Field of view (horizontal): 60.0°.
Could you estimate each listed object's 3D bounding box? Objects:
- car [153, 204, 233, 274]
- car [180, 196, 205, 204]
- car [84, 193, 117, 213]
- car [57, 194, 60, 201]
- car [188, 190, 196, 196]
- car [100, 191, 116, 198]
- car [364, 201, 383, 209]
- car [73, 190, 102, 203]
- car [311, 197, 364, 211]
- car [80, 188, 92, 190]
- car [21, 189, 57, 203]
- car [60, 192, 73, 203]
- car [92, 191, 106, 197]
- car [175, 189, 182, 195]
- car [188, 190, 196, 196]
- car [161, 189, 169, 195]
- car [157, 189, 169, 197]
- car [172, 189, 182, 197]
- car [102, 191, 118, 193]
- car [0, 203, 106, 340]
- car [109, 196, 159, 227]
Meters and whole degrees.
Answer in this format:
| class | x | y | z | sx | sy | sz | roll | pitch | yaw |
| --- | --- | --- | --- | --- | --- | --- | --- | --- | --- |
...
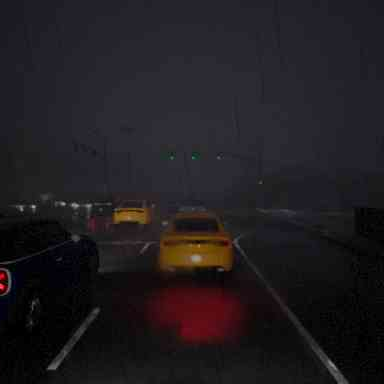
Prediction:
| class | x | y | z | sx | sy | sz | roll | pitch | yaw |
| --- | --- | --- | --- | --- | --- | --- | --- | --- | --- |
| car | 0.096 | 1.352 | 10.172 | 1.882 | 1.535 | 5.008 | 0 | 1 | 0 |
| car | 0.095 | 1.237 | 25.902 | 1.895 | 1.301 | 4.718 | 0 | 1 | 0 |
| car | -6.905 | 1.101 | 27.687 | 2.128 | 1.511 | 4.902 | 0 | 1 | 0 |
| car | -21.021 | 0.683 | 55.324 | 2.128 | 1.511 | 4.902 | 0 | 1 | 0 |
| car | -0.012 | 0.381 | 77.496 | 2.128 | 1.511 | 4.902 | 0 | 1 | 0 |
| car | -17.511 | 0.497 | 69.860 | 2.128 | 1.511 | 4.902 | 0 | 1 | 0 |
| car | 17.944 | 1.088 | 28.507 | 4.902 | 1.511 | 2.128 | 0 | 1 | 2 |
| car | -14.058 | 0.853 | 44.959 | 1.837 | 1.490 | 4.892 | 0 | 1 | -1 |
| car | 14.112 | 1.142 | 32.162 | 4.718 | 1.301 | 1.895 | 0 | 1 | 3 |
| car | -21.010 | 0.265 | 65.233 | 2.150 | 2.045 | 5.566 | 0 | 1 | 0 |
| car | -21.088 | 0.562 | 45.467 | 2.150 | 2.045 | 5.566 | 0 | 1 | 0 |
| car | -17.575 | 0.803 | 49.703 | 1.812 | 1.442 | 4.674 | 0 | 1 | 0 |
| car | -21.012 | 0.409 | 75.443 | 1.812 | 1.442 | 4.674 | 0 | 1 | 0 |
| car | -3.514 | 0.095 | 87.453 | 1.837 | 1.490 | 4.892 | 0 | 1 | 0 |
| car | -0.014 | 0.245 | 87.452 | 2.033 | 1.411 | 5.357 | 0 | 1 | 0 |
| car | -7.014 | 0.095 | 87.452 | 1.837 | 1.490 | 4.892 | 0 | 1 | 0 |
| car | -7.012 | 0.376 | 77.035 | 2.128 | 1.511 | 4.902 | 0 | 1 | 0 |
| car | -3.512 | 0.326 | 77.035 | 1.882 | 1.535 | 5.008 | 0 | 1 | 0 |
| car | -14.054 | 0.685 | 54.275 | 1.882 | 1.535 | 5.008 | 0 | 1 | 0 |
| car | -3.401 | 1.273 | 6.582 | 2.097 | 1.767 | 4.553 | 0 | 1 | 0 |
| car | -3.402 | 1.198 | 20.371 | 1.882 | 1.535 | 5.008 | 0 | 1 | 0 |
